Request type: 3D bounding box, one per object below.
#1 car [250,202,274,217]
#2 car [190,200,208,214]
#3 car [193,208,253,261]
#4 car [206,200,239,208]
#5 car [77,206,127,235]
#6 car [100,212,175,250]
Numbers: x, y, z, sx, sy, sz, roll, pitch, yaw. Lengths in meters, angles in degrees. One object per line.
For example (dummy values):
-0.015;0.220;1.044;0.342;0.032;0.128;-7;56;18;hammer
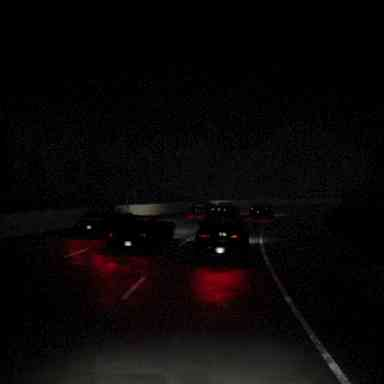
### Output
7.131;1.739;33.734;1.812;1.442;4.674;0;0;22;car
1.448;1.699;38.115;2.128;1.511;4.902;0;0;23;car
1.224;1.579;12.774;1.837;1.490;4.892;0;0;8;car
3.539;1.746;34.299;2.033;1.411;5.357;0;0;23;car
-4.712;1.570;19.059;2.128;1.511;4.902;0;0;11;car
-2.052;1.668;14.697;1.895;1.301;4.718;0;0;9;car
